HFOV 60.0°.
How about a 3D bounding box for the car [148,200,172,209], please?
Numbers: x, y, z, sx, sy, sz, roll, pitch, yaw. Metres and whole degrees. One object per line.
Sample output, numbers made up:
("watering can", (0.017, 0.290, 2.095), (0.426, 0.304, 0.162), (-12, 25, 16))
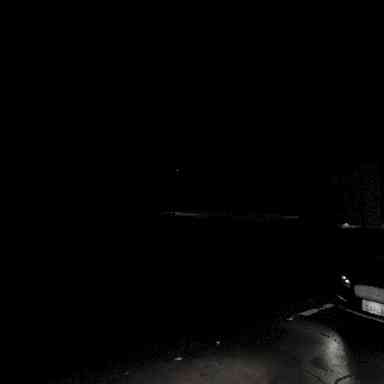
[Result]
("car", (-5.660, 2.165, 57.880), (1.837, 1.490, 4.892), (-1, 0, -36))

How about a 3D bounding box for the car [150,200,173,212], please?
("car", (-4.599, 2.248, 50.081), (2.128, 1.511, 4.902), (-1, 1, -35))

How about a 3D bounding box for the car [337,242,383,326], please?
("car", (4.753, 1.489, 6.442), (4.902, 1.511, 2.128), (0, 0, -35))

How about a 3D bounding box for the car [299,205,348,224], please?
("car", (11.147, 1.900, 28.074), (1.994, 1.385, 4.181), (-1, 0, -36))
